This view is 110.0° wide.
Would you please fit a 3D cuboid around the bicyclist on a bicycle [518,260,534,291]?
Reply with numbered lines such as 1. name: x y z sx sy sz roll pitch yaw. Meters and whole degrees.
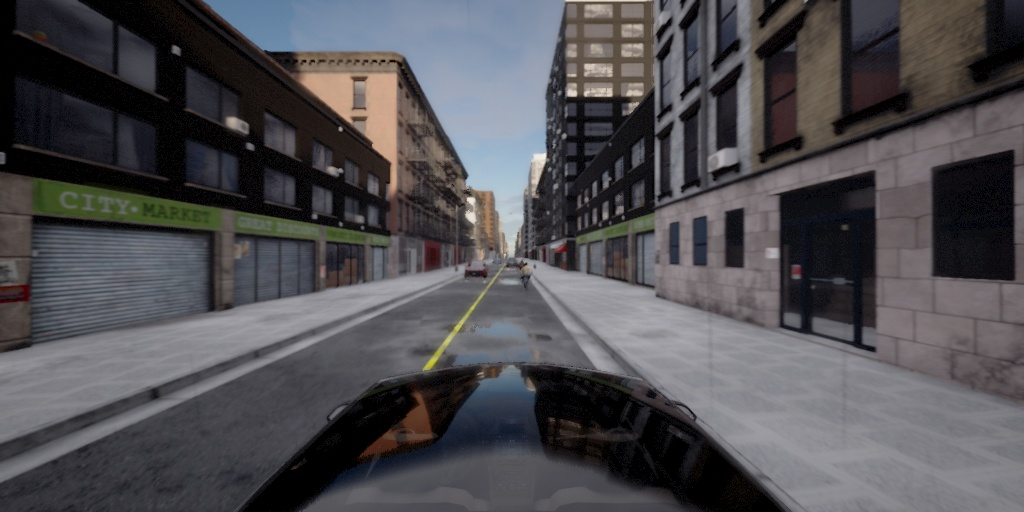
1. bicyclist on a bicycle: 0.826 1.164 20.660 0.866 1.612 1.509 0 0 0

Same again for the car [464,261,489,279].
1. car: -3.100 1.181 31.998 1.882 1.535 5.008 0 0 0

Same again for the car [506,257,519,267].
1. car: 0.020 1.079 59.924 2.128 1.511 4.902 0 0 0
